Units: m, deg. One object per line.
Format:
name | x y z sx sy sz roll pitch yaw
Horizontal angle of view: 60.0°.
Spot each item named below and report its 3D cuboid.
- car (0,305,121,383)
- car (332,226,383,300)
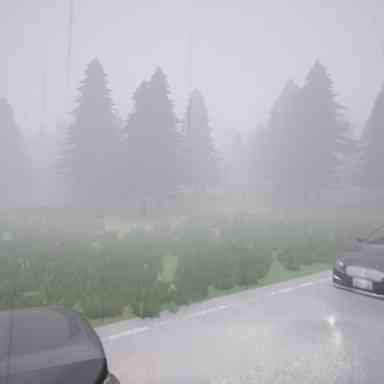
car | -3.119 1.552 1.865 5.357 1.411 2.033 0 0 -33
car | 5.225 1.468 7.747 4.902 1.511 2.128 0 0 -36
